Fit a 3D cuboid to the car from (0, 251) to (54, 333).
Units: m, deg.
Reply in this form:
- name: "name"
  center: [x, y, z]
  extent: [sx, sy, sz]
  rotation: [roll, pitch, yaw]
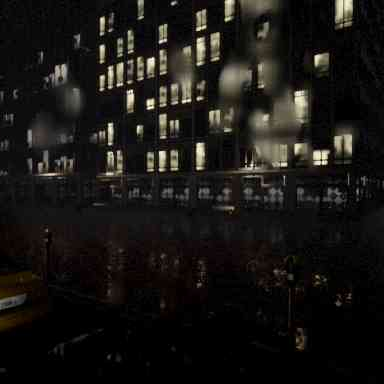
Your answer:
- name: "car"
  center: [-4.456, 1.526, 6.033]
  extent: [4.829, 1.417, 1.752]
  rotation: [0, 0, 35]
